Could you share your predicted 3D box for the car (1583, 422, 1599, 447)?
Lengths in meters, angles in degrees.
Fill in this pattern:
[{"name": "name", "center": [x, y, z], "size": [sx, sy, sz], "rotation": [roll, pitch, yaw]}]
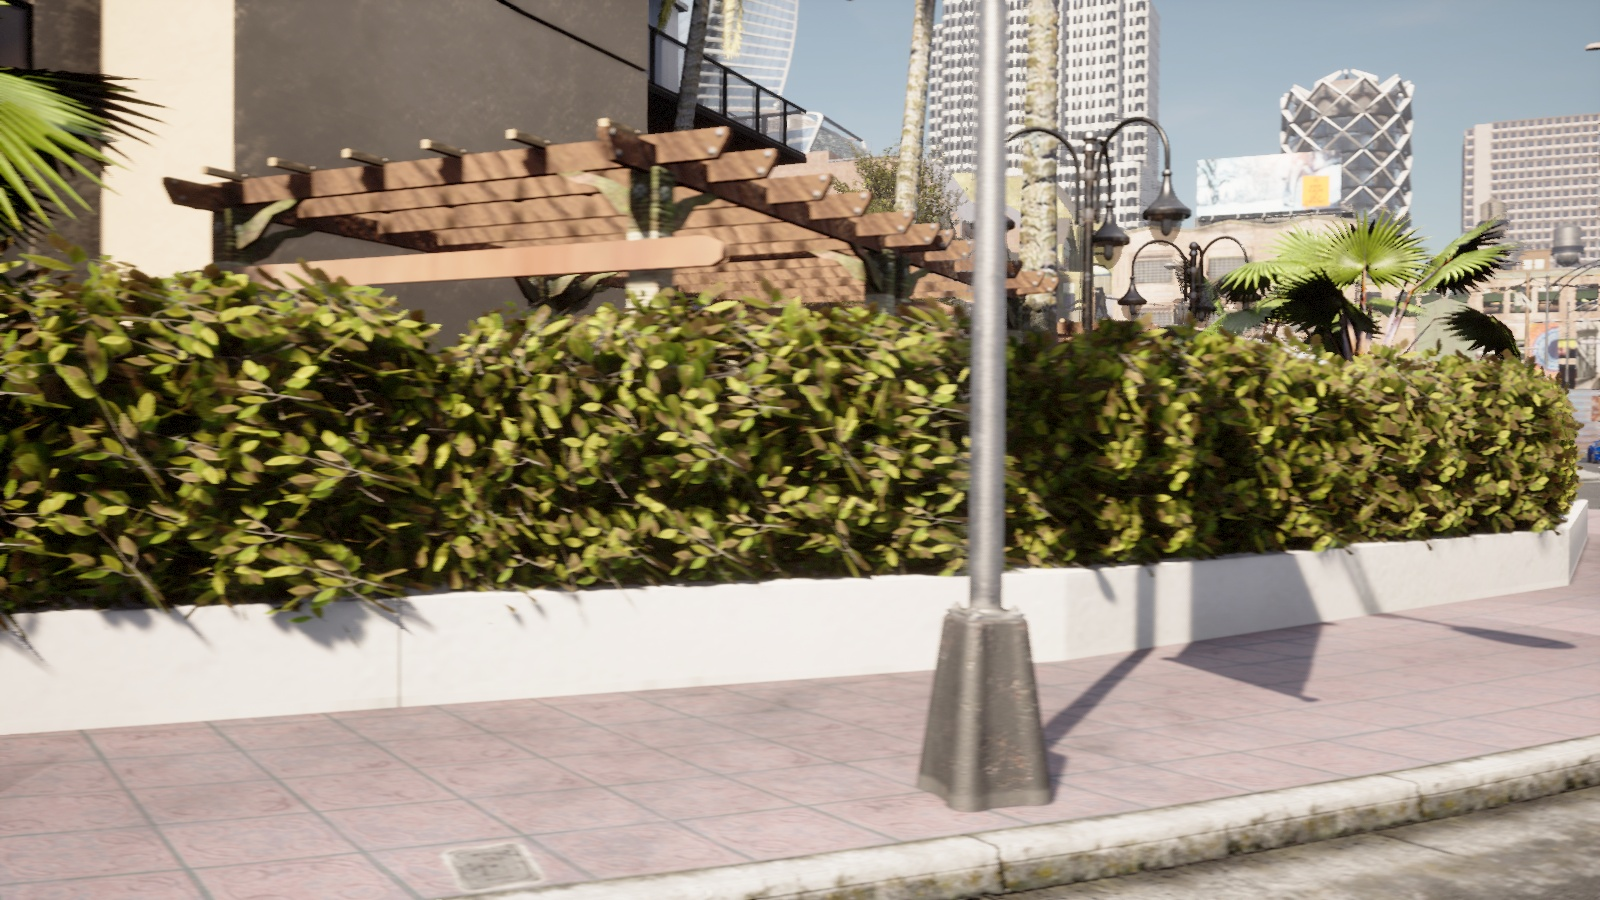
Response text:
[{"name": "car", "center": [51.391, -1.018, 80.251], "size": [1.882, 1.535, 5.008], "rotation": [0, 1, 27]}]
